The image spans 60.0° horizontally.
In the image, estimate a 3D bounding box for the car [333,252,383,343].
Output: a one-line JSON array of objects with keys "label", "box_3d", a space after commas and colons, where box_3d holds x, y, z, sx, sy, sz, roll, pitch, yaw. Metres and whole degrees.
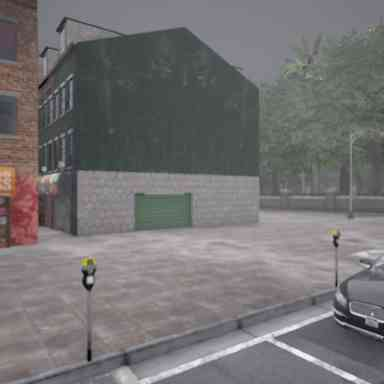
[{"label": "car", "box_3d": [4.232, 1.548, 5.802, 4.403, 1.369, 2.008, 0, 0, -35]}]
